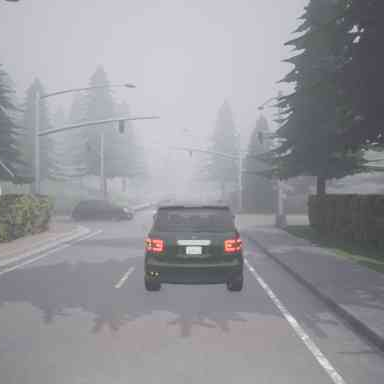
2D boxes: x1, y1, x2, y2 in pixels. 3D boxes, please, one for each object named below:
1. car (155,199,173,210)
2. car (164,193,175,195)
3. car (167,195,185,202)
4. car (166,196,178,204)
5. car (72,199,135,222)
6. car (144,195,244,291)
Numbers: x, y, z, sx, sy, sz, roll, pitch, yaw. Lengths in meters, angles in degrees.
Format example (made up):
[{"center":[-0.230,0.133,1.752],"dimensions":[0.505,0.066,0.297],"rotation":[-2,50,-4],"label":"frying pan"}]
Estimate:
[{"center":[-3.650,1.601,43.949],"dimensions":[1.895,1.301,4.718],"rotation":[0,0,0],"label":"car"},{"center":[-3.654,1.221,53.857],"dimensions":[2.150,2.045,5.566],"rotation":[0,0,-1],"label":"car"},{"center":[-3.631,1.524,74.067],"dimensions":[1.812,1.442,4.674],"rotation":[0,0,-35],"label":"car"},{"center":[-3.965,1.506,64.425],"dimensions":[1.837,1.490,4.892],"rotation":[0,0,-9],"label":"car"},{"center":[-6.761,1.342,25.643],"dimensions":[4.553,1.767,2.097],"rotation":[0,0,0],"label":"car"},{"center":[0.052,1.221,9.118],"dimensions":[2.150,2.045,5.566],"rotation":[0,0,0],"label":"car"}]
